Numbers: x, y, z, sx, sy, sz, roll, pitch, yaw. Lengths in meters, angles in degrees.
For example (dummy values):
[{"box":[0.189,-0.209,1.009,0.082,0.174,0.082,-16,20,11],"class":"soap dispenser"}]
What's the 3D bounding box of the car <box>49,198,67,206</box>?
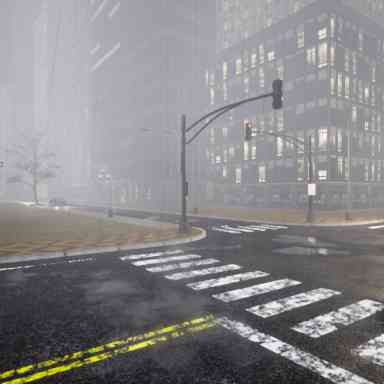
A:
[{"box":[-21.807,1.606,54.157,1.895,1.301,4.718,0,0,-35],"class":"car"}]
